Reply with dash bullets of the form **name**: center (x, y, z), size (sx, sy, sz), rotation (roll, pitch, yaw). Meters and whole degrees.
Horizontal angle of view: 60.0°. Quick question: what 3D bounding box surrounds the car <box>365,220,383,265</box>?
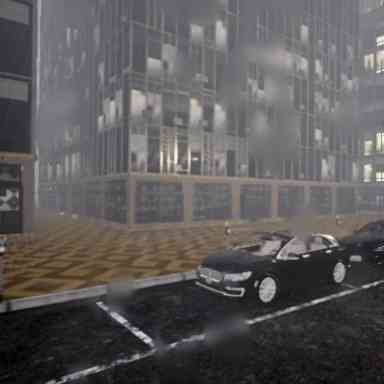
- **car**: center (6.765, 1.656, 11.375), size (4.313, 1.339, 1.947), rotation (1, 0, -35)

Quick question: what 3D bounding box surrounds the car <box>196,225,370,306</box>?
- **car**: center (2.129, 1.599, 8.071), size (4.403, 1.369, 2.008), rotation (1, 0, -35)
